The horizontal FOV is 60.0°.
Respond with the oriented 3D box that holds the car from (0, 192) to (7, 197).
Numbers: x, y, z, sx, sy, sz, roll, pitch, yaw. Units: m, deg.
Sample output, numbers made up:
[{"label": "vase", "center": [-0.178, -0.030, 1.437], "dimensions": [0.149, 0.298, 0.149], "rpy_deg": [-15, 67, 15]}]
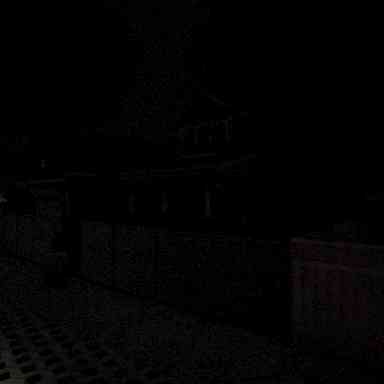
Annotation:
[{"label": "car", "center": [-40.208, 1.041, 69.882], "dimensions": [2.150, 2.045, 5.566], "rpy_deg": [0, 0, -16]}]
